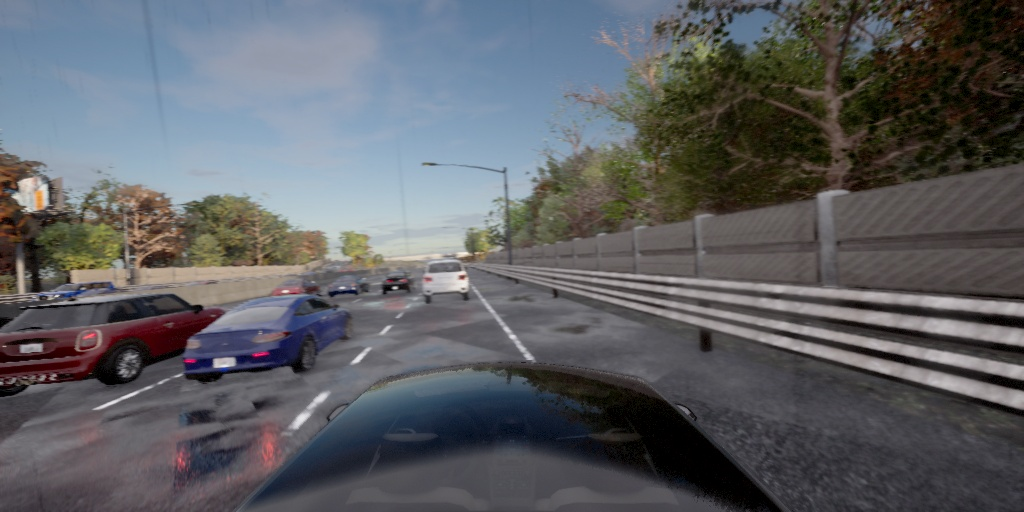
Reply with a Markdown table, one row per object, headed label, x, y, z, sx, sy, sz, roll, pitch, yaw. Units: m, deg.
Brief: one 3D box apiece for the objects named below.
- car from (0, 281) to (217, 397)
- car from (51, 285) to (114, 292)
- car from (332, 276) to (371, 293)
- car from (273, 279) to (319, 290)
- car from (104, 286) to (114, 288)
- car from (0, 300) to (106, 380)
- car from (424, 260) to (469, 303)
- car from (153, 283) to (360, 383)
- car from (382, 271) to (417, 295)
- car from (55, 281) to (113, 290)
| label | x | y | z | sx | sy | sz | roll | pitch | yaw |
| --- | --- | --- | --- | --- | --- | --- | --- | --- | --- |
| car | -8.661 | 1.645 | 8.299 | 2.097 | 1.767 | 4.553 | -3 | 0 | -9 |
| car | -33.607 | 3.419 | 29.334 | 2.033 | 1.411 | 5.357 | -3 | 0 | -9 |
| car | -11.526 | 2.100 | 25.560 | 1.994 | 1.385 | 4.181 | -3 | 0 | -10 |
| car | -14.998 | 2.306 | 25.141 | 1.994 | 1.385 | 4.181 | -3 | 0 | -10 |
| car | -30.171 | 3.216 | 29.965 | 2.033 | 1.411 | 5.357 | -3 | 0 | -9 |
| car | -12.080 | 1.999 | 7.625 | 1.837 | 1.490 | 4.892 | -3 | 0 | -10 |
| car | -3.547 | 1.254 | 19.455 | 2.150 | 2.045 | 5.566 | -3 | 0 | -10 |
| car | -5.077 | 1.604 | 8.114 | 1.812 | 1.442 | 4.674 | -3 | 0 | -9 |
| car | -7.997 | 1.830 | 25.603 | 1.837 | 1.490 | 4.892 | -3 | 0 | -10 |
| car | -37.422 | 3.330 | 30.932 | 2.150 | 2.045 | 5.566 | -3 | -1 | -9 |
